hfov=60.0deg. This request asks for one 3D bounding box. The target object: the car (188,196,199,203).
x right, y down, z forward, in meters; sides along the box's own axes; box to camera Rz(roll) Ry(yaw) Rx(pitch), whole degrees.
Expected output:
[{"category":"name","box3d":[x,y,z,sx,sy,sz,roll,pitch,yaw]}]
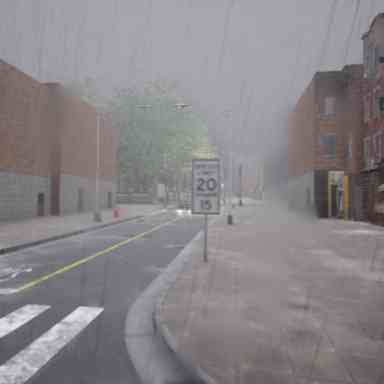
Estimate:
[{"category":"car","box3d":[0.337,1.505,70.588,1.752,1.417,4.829,2,0,7]}]

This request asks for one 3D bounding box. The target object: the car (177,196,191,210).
[{"category":"car","box3d":[-0.579,1.506,42.334,1.994,1.385,4.181,0,0,8]}]

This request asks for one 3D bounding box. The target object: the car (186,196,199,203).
[{"category":"car","box3d":[0.117,1.526,68.626,2.008,1.369,4.403,2,0,7]}]
